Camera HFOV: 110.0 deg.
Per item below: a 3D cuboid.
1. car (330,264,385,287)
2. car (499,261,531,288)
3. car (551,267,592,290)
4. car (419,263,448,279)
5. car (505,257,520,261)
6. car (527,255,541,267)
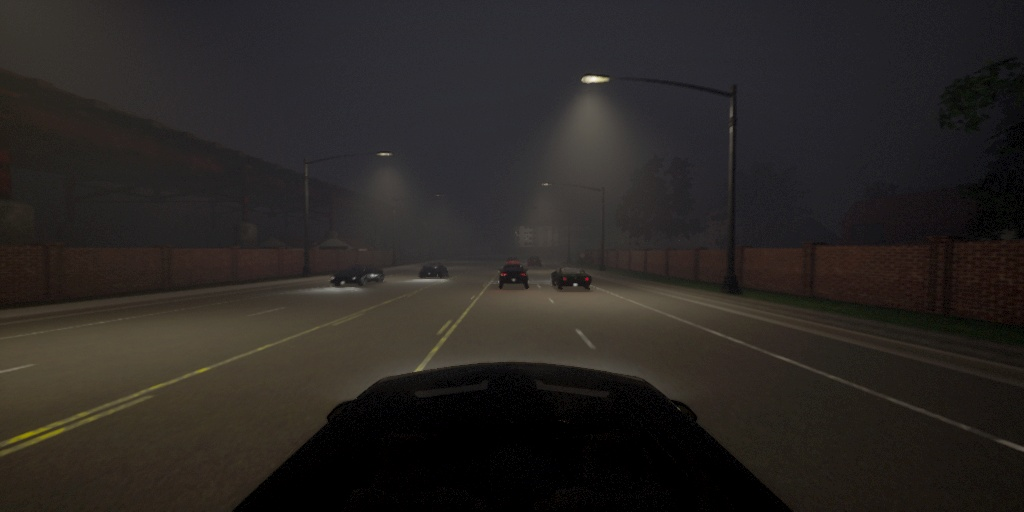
[{"bbox_3d":[-10.578,1.293,25.070,2.033,1.411,5.357,0,0,0],"label":"car"},{"bbox_3d":[0.102,1.271,23.897,1.812,1.442,4.674,0,0,0],"label":"car"},{"bbox_3d":[3.601,1.347,22.553,1.895,1.301,4.718,0,0,0],"label":"car"},{"bbox_3d":[-7.065,1.303,32.633,1.994,1.385,4.181,0,0,0],"label":"car"},{"bbox_3d":[0.105,0.914,51.106,2.097,1.767,4.553,0,1,0],"label":"car"},{"bbox_3d":[3.607,0.761,59.023,2.097,1.767,4.553,0,1,0],"label":"car"}]
